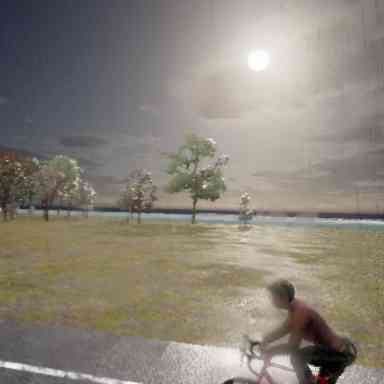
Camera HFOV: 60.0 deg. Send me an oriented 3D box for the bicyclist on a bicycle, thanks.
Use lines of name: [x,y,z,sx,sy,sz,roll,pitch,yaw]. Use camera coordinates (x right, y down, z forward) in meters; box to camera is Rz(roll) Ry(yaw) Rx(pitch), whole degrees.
bicyclist on a bicycle: [0.974,1.661,3.063,1.656,1.620,0.582,1,-3,13]
